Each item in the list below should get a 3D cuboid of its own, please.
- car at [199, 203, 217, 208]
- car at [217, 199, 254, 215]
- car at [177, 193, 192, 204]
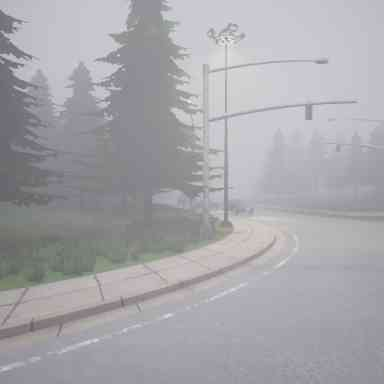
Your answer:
[{"bbox_3d":[2.064,1.601,43.922,1.895,1.301,4.718,0,0,-16],"label":"car"},{"bbox_3d":[4.717,1.491,34.282,2.128,1.511,4.902,0,0,-15],"label":"car"},{"bbox_3d":[-0.867,1.221,54.072,2.150,2.045,5.566,0,0,-17],"label":"car"}]
